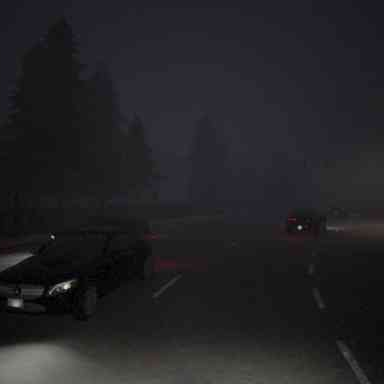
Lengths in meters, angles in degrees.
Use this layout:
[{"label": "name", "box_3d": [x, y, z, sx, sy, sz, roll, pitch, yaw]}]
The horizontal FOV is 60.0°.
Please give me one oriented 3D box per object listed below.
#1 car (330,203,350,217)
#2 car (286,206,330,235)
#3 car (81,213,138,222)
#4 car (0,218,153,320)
[{"label": "car", "box_3d": [15.825, 1.913, 36.069, 1.812, 1.442, 4.674, 0, -1, 30]}, {"label": "car", "box_3d": [7.128, 1.721, 20.582, 1.837, 1.490, 4.892, 0, 0, 28]}, {"label": "car", "box_3d": [-3.779, 1.666, 14.928, 2.033, 1.411, 5.357, 0, -1, 22]}, {"label": "car", "box_3d": [-2.342, 1.586, 7.739, 1.812, 1.442, 4.674, 0, -1, 14]}]
